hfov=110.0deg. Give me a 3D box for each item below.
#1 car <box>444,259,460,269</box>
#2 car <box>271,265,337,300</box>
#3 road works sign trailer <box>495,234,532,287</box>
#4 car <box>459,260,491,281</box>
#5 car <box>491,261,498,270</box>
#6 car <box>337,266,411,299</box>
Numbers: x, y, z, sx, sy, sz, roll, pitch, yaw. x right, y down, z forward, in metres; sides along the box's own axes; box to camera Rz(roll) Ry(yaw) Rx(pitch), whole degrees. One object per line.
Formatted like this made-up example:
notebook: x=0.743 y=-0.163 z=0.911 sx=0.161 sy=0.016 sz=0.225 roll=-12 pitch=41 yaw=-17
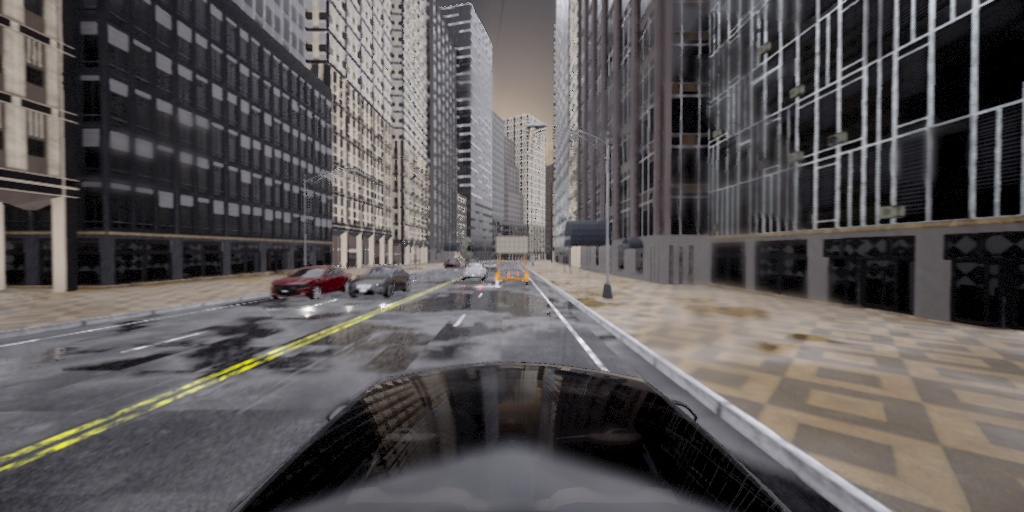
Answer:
car: x=-9.782 y=1.218 z=58.820 sx=2.097 sy=1.767 sz=4.553 roll=0 pitch=0 yaw=1
car: x=-9.845 y=1.260 z=18.031 sx=1.882 sy=1.535 sz=5.008 roll=0 pitch=0 yaw=0
road works sign trailer: x=0.012 y=0.262 z=25.045 sx=2.380 sy=3.560 sz=2.880 roll=0 pitch=0 yaw=1
car: x=-3.142 y=1.335 z=31.148 sx=1.812 sy=1.442 sz=4.674 roll=0 pitch=0 yaw=0
car: x=-3.137 y=1.455 z=53.331 sx=1.895 sy=1.301 sz=4.718 roll=0 pitch=0 yaw=0
car: x=-6.594 y=1.275 z=18.351 sx=2.128 sy=1.511 sz=4.902 roll=0 pitch=0 yaw=0
